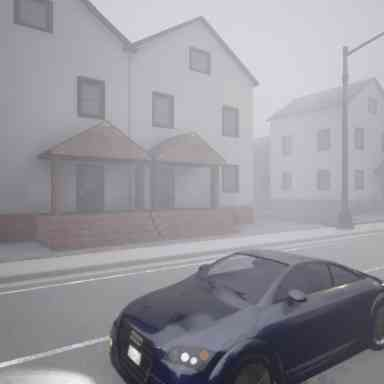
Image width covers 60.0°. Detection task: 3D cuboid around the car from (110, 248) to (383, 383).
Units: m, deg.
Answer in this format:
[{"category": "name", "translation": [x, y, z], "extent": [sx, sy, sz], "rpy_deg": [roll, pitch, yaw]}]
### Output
[{"category": "car", "translation": [1.024, 1.564, 4.693], "extent": [4.181, 1.385, 1.994], "rpy_deg": [0, 0, -35]}]
